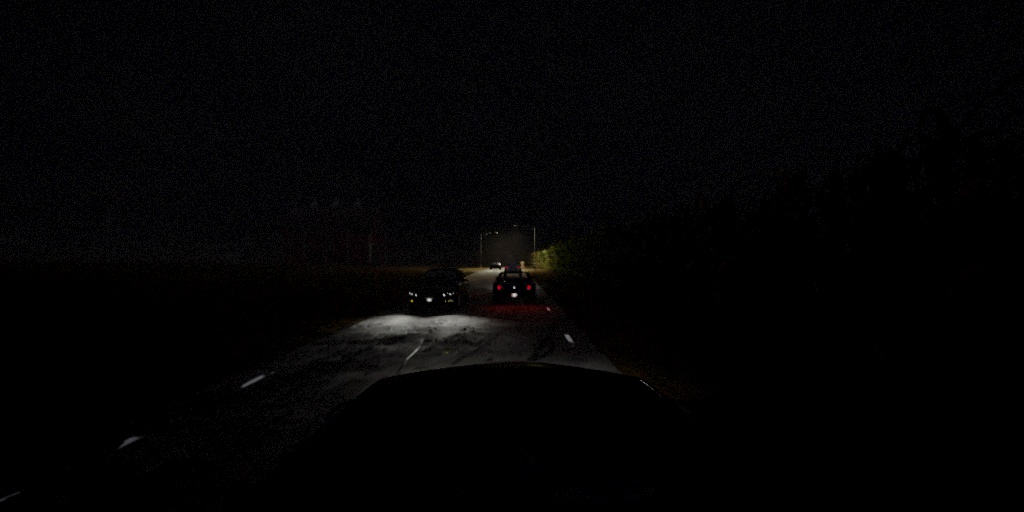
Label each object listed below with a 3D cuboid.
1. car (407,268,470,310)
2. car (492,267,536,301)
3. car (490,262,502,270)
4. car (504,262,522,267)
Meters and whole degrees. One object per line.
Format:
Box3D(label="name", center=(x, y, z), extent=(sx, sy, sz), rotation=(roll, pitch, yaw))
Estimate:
Box3D(label="car", center=(-2.848, 1.269, 14.779), extent=(1.837, 1.490, 4.892), rotation=(0, 0, 0))
Box3D(label="car", center=(0.100, 1.372, 17.343), extent=(1.895, 1.301, 4.718), rotation=(0, 0, 0))
Box3D(label="car", center=(-2.743, 1.706, 60.491), extent=(1.895, 1.301, 4.718), rotation=(0, -1, 0))
Box3D(label="car", center=(0.104, 1.388, 39.914), extent=(1.812, 1.442, 4.674), rotation=(0, -1, 0))
